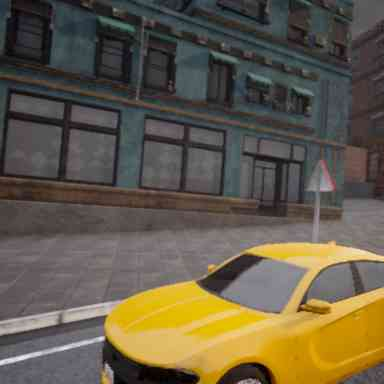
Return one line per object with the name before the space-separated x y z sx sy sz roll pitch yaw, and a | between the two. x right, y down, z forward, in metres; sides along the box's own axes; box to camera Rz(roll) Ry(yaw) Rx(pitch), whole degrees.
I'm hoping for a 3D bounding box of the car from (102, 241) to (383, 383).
car | 1.355 1.481 4.474 5.008 1.535 1.882 1 0 -31
